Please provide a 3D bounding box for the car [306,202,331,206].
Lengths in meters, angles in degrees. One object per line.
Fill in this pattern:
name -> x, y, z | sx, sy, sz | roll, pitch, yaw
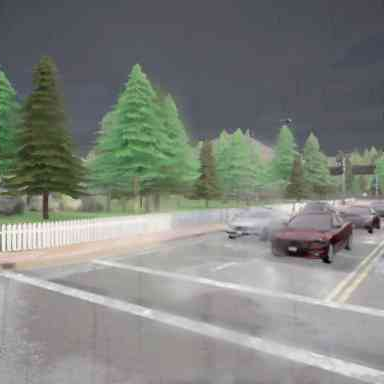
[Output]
car -> 9.488, 1.555, 25.197 | 1.837, 1.490, 4.892 | 0, 0, 35

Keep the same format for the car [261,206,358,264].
car -> 4.571, 1.502, 12.360 | 1.882, 1.535, 5.008 | 0, 0, 36

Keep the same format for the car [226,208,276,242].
car -> 3.476, 1.555, 16.805 | 1.812, 1.442, 4.674 | 0, 0, 36

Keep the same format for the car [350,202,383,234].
car -> 9.986, 1.569, 19.885 | 1.812, 1.442, 4.674 | 0, 0, 36
